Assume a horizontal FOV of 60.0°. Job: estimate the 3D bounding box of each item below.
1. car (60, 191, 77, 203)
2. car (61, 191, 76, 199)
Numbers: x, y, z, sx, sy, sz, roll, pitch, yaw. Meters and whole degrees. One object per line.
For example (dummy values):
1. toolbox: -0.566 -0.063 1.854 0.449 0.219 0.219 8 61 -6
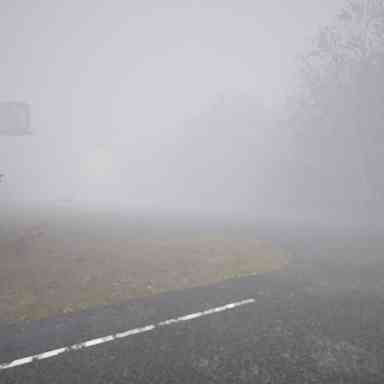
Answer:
1. car: -21.421 0.990 57.551 2.097 1.767 4.553 0 0 -33
2. car: -31.434 0.683 84.594 2.150 2.045 5.566 0 0 -34
